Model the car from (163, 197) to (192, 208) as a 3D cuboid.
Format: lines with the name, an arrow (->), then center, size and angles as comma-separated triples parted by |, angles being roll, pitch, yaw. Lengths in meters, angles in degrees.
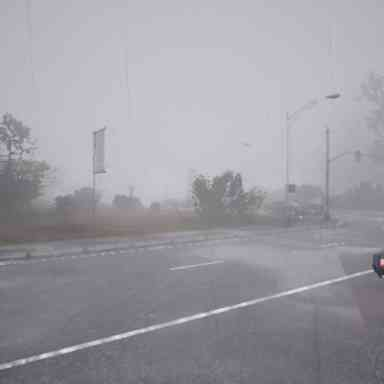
car -> -2.494, 1.630, 49.710 | 1.837, 1.490, 4.892 | 0, 0, -39

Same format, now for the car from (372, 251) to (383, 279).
car -> 6.655, 1.669, 8.472 | 4.718, 1.301, 1.895 | 0, 0, -35

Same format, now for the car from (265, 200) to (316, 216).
car -> 9.767, 1.635, 34.320 | 1.837, 1.490, 4.892 | 0, 0, -38

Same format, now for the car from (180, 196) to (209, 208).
car -> 0.385, 1.489, 51.716 | 2.097, 1.767, 4.553 | 0, 0, -39

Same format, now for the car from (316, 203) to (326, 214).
car -> 12.489, 1.634, 36.552 | 2.128, 1.511, 4.902 | 0, 0, -39
